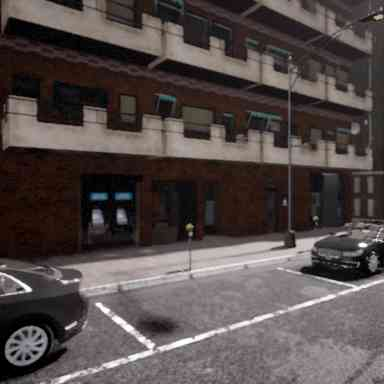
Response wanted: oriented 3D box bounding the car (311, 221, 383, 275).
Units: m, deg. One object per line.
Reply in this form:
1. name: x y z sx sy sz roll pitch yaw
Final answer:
1. car: 5.585 1.620 10.574 4.403 1.369 2.008 0 -1 -36

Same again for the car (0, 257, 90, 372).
1. car: -3.527 1.546 4.055 4.403 1.369 2.008 0 -1 -36
